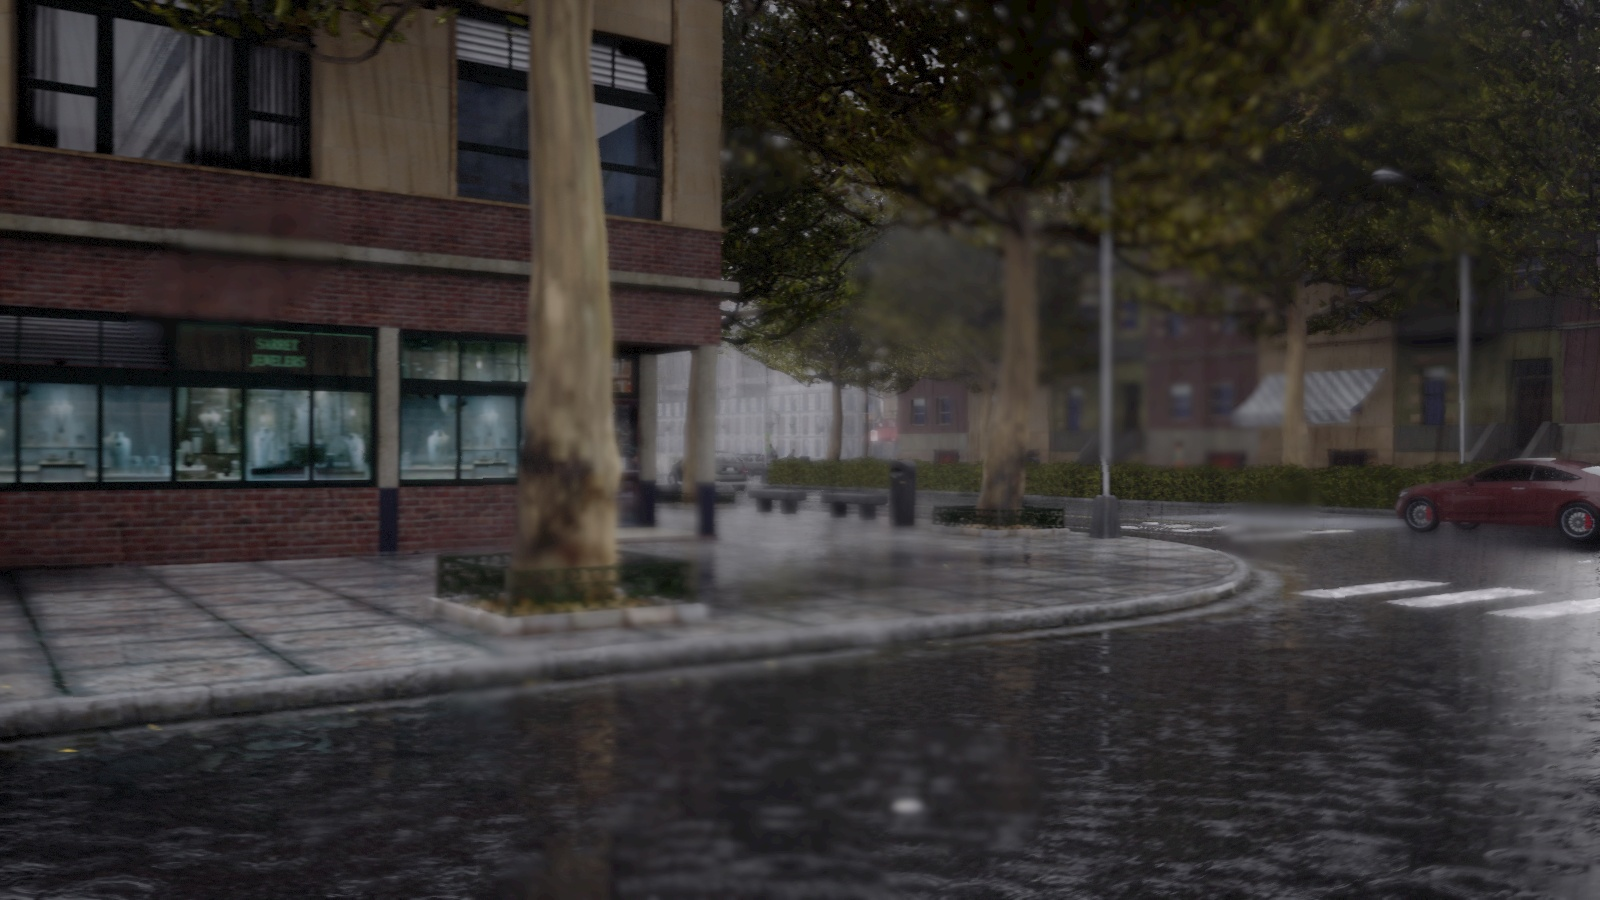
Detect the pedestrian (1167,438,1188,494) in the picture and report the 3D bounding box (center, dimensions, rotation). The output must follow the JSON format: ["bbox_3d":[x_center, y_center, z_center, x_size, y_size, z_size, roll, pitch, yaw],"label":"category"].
[{"bbox_3d":[12.576,0.532,41.822,0.345,1.836,0.594,0,0,-39],"label":"pedestrian"}]

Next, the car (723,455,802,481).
[{"bbox_3d":[-2.153,1.005,72.631,4.193,1.474,1.816,0,0,-34],"label":"car"}]

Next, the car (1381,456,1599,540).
[{"bbox_3d":[13.610,0.839,23.528,1.812,1.442,4.674,0,0,-34],"label":"car"}]

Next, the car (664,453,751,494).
[{"bbox_3d":[-3.655,0.892,49.089,1.789,1.549,3.705,0,0,-34],"label":"car"}]
